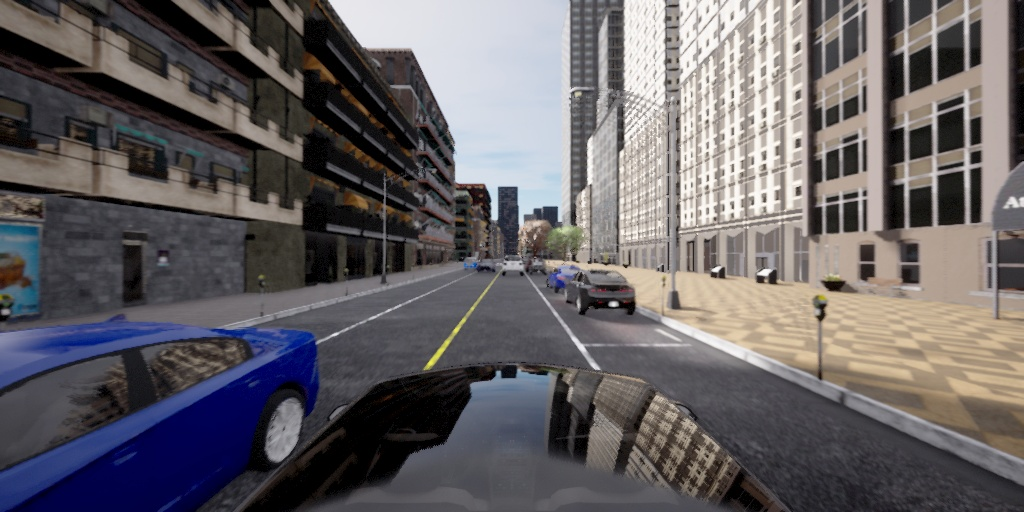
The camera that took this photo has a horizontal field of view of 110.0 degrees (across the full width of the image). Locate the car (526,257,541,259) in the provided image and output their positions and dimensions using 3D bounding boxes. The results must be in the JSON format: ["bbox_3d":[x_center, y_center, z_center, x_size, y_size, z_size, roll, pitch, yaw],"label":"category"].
[{"bbox_3d":[2.714,1.067,43.986,2.192,1.841,5.009,0,0,0],"label":"car"}]

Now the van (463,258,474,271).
[{"bbox_3d":[-5.664,1.096,49.513,1.690,1.789,3.998,0,0,0],"label":"van"}]

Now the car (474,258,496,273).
[{"bbox_3d":[-3.061,1.104,43.402,2.097,1.767,4.553,0,0,0],"label":"car"}]

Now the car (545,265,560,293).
[{"bbox_3d":[3.159,1.273,20.541,1.812,1.442,4.674,0,0,0],"label":"car"}]

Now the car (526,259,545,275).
[{"bbox_3d":[2.711,1.301,38.462,2.007,1.370,4.403,0,0,0],"label":"car"}]

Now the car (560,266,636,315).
[{"bbox_3d":[3.153,1.251,13.540,1.837,1.490,4.892,0,0,0],"label":"car"}]

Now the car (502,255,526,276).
[{"bbox_3d":[0.092,0.968,37.898,2.150,2.045,5.566,0,-1,0],"label":"car"}]

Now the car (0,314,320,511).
[{"bbox_3d":[-3.099,1.228,1.991,1.882,1.535,5.008,0,0,0],"label":"car"}]
